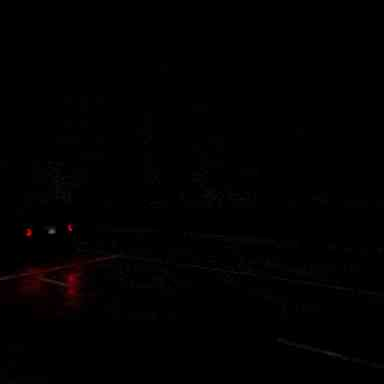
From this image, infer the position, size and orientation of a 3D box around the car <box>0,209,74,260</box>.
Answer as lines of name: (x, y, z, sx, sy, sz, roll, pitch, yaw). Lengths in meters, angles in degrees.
car: (-6.715, 1.457, 13.071, 4.553, 1.767, 2.097, -1, 0, 36)
